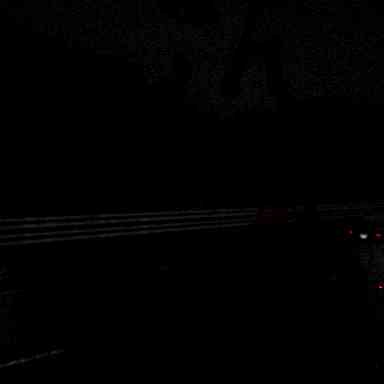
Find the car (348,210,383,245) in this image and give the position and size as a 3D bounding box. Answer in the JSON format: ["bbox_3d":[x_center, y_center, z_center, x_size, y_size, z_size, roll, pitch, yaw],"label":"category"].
[{"bbox_3d":[8.338,1.460,13.754,4.674,1.442,1.812,0,0,-34],"label":"car"}]
